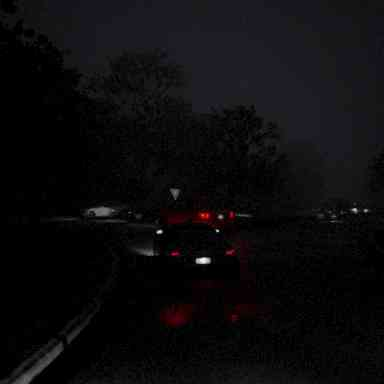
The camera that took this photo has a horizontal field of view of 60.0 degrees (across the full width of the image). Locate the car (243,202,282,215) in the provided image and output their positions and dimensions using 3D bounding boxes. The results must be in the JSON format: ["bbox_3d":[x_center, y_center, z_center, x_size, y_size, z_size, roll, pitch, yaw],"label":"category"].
[{"bbox_3d":[7.931,1.849,38.371,5.357,1.411,2.033,1,-1,-33],"label":"car"}]

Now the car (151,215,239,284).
[{"bbox_3d":[-0.065,1.587,9.759,1.994,1.385,4.181,0,0,-9],"label":"car"}]

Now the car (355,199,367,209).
[{"bbox_3d":[29.434,2.054,58.539,2.097,1.767,4.553,0,0,23],"label":"car"}]

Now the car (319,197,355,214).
[{"bbox_3d":[18.270,1.721,42.271,5.566,2.045,2.150,1,-1,-45],"label":"car"}]

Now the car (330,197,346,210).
[{"bbox_3d":[24.850,1.870,56.550,2.150,2.045,5.566,0,-1,27],"label":"car"}]

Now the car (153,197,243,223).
[{"bbox_3d":[0.077,1.267,18.104,2.150,2.045,5.566,0,0,-29],"label":"car"}]

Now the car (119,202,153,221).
[{"bbox_3d":[-3.361,1.582,28.277,4.892,1.490,1.837,1,0,-25],"label":"car"}]

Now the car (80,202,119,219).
[{"bbox_3d":[-7.484,1.581,29.607,4.674,1.442,1.812,0,0,-21],"label":"car"}]
